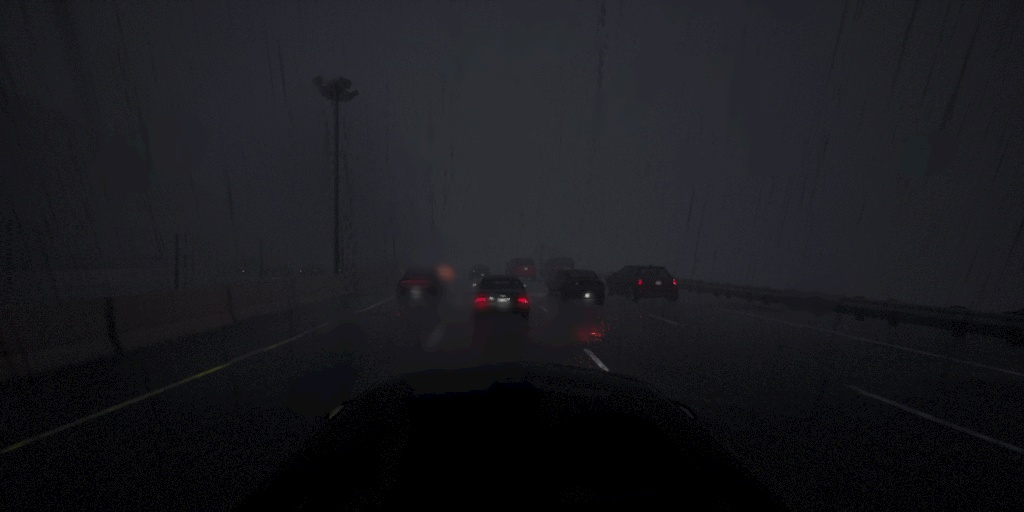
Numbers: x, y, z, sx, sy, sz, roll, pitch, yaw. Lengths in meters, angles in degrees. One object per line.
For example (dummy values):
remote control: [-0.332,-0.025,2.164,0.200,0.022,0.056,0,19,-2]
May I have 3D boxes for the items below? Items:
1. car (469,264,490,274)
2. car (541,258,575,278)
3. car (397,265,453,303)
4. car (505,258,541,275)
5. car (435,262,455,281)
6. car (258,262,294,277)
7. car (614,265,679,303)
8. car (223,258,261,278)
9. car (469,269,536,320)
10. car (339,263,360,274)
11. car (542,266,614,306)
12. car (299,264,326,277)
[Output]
car: [-3.070,1.523,34.418,1.812,1.442,4.674,0,0,-10]
car: [4.229,1.203,33.430,2.150,2.045,5.566,0,-1,-9]
car: [-4.285,1.365,17.645,2.128,1.511,4.902,0,0,-5]
car: [0.738,1.204,33.069,2.150,2.045,5.566,0,-1,-9]
car: [-6.347,1.342,32.840,2.097,1.767,4.553,0,0,-10]
car: [-25.834,1.625,39.708,1.994,1.385,4.181,0,0,-14]
car: [6.235,1.216,17.800,2.097,1.767,4.553,0,0,-5]
car: [-29.394,1.287,39.643,2.150,2.045,5.566,0,-1,-14]
car: [-0.406,1.383,13.044,2.033,1.411,5.357,0,0,-3]
car: [-19.423,1.605,42.995,1.812,1.442,4.674,0,0,-14]
car: [2.827,1.361,16.616,1.837,1.490,4.892,0,-1,-5]
car: [-22.444,1.590,40.588,1.812,1.442,4.674,0,-1,-14]
